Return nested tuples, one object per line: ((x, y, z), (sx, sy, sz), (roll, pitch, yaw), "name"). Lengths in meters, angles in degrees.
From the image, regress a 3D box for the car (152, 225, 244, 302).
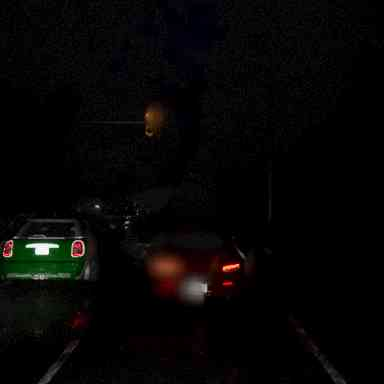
((0.131, 1.526, 8.145), (1.812, 1.442, 4.674), (0, 0, 0), "car")

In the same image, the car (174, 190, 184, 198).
((-2.942, 0.510, 76.509), (2.128, 1.511, 4.902), (0, 3, 0), "car")

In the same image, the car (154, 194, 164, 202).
((-6.579, 1.087, 64.714), (2.128, 1.511, 4.902), (0, 3, 1), "car")

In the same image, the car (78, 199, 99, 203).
((-10.397, 1.491, 32.929), (2.128, 1.511, 4.902), (0, 0, 0), "car")

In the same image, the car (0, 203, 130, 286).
((-3.361, 1.352, 9.611), (2.097, 1.767, 4.553), (0, 0, 0), "car")

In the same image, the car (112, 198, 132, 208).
((-10.262, 1.565, 48.839), (1.994, 1.385, 4.181), (0, 0, 0), "car")

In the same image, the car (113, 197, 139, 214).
((-6.894, 1.505, 33.176), (1.837, 1.490, 4.892), (0, 0, 0), "car")

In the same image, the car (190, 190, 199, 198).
((0.561, 0.473, 76.719), (1.837, 1.490, 4.892), (0, 3, 0), "car")

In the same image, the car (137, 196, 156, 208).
((-6.772, 1.601, 47.895), (1.895, 1.301, 4.718), (0, 0, 0), "car")

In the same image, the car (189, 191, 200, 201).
((0.578, 0.845, 66.640), (2.097, 1.767, 4.553), (0, 3, 0), "car")

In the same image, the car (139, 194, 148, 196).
((-10.024, 1.049, 67.599), (1.895, 1.301, 4.718), (0, 3, 1), "car")

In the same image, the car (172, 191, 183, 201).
((-2.924, 0.985, 66.399), (1.882, 1.535, 5.008), (0, 3, 1), "car")
